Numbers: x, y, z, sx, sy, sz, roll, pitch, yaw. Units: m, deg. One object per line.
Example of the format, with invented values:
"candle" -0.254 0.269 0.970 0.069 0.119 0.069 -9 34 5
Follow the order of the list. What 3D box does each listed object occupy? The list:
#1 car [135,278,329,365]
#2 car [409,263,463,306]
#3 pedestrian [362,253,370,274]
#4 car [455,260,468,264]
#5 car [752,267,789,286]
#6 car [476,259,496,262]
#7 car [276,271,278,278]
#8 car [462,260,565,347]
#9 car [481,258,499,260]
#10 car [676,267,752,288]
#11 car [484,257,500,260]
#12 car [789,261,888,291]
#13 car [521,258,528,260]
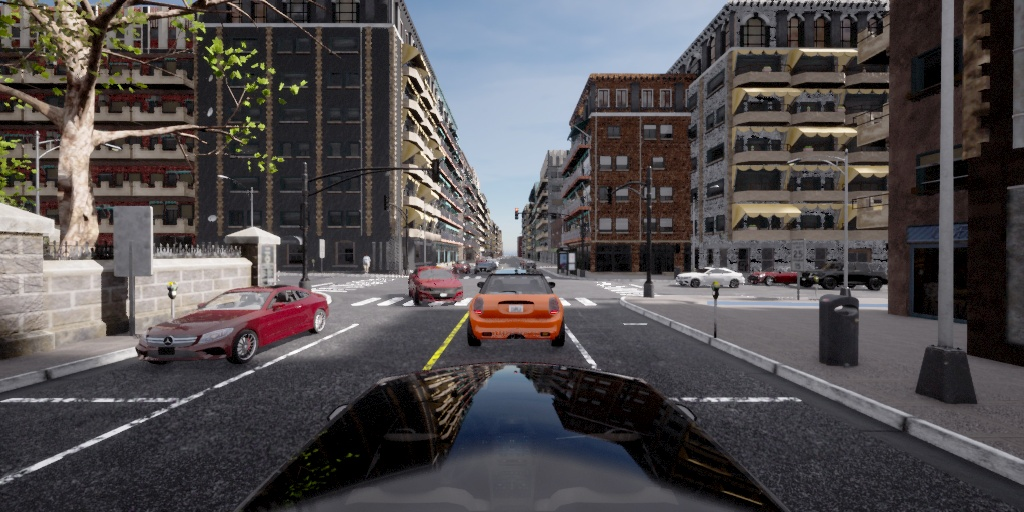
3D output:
"car" -5.700 1.331 8.009 1.802 1.307 4.207 0 0 0
"car" -3.513 1.227 16.146 1.882 1.535 5.008 2 -1 -21
"pedestrian" -12.765 0.651 31.400 0.375 1.860 0.375 0 -1 -1
"car" -5.758 1.187 40.420 1.967 1.591 4.097 0 0 0
"car" 21.332 1.570 28.904 4.097 1.591 1.967 0 0 -1
"car" -3.162 1.312 41.018 1.994 1.385 4.181 0 0 0
"car" -17.384 0.828 22.600 4.553 1.767 2.097 1 0 -1
"car" 0.113 1.101 9.522 2.097 1.767 4.553 0 0 1
"car" -3.174 1.312 49.992 1.994 1.385 4.181 0 0 0
"car" 14.472 1.549 26.249 4.674 1.442 1.812 1 0 -2
"car" -3.179 1.274 59.727 1.812 1.442 4.674 0 0 0
"car" 24.215 1.417 26.380 5.566 2.045 2.150 1 0 -1
"car" 2.602 1.298 51.706 2.007 1.370 4.403 0 0 0
